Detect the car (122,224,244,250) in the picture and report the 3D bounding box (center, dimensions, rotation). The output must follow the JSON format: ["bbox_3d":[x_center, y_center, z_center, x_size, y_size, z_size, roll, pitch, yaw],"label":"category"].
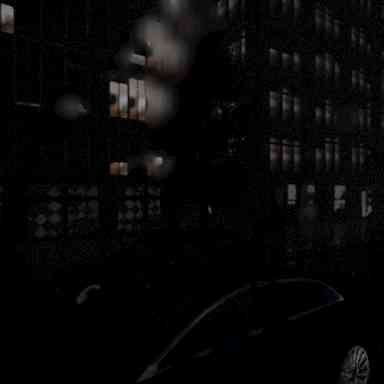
[{"bbox_3d":[-0.518,1.465,6.193,4.097,1.590,1.967,0,-1,-35],"label":"car"}]

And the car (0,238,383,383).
[{"bbox_3d":[0.044,1.506,3.407,4.902,1.511,2.128,0,0,-35],"label":"car"}]

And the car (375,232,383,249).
[{"bbox_3d":[8.747,1.656,12.777,4.403,1.369,2.008,0,-1,-35],"label":"car"}]
